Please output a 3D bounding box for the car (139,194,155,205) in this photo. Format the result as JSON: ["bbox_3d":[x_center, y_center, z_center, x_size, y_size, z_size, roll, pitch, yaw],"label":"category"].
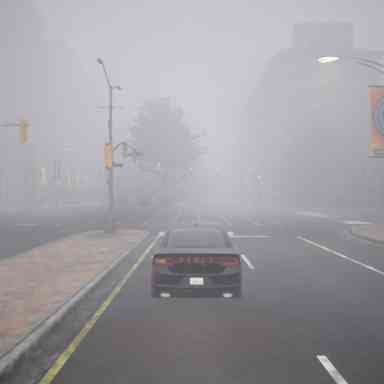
[{"bbox_3d":[-7.873,1.505,56.562,1.837,1.490,4.892,0,0,1],"label":"car"}]

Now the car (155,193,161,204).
[{"bbox_3d":[-7.791,1.526,65.821,1.812,1.442,4.674,0,0,1],"label":"car"}]

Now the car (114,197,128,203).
[{"bbox_3d":[-14.499,1.595,67.931,1.895,1.301,4.718,0,0,0],"label":"car"}]

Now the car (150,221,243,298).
[{"bbox_3d":[0.109,1.478,8.555,1.882,1.535,5.008,0,0,1],"label":"car"}]

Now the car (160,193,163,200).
[{"bbox_3d":[-7.717,1.225,76.572,2.150,2.045,5.566,0,0,0],"label":"car"}]
